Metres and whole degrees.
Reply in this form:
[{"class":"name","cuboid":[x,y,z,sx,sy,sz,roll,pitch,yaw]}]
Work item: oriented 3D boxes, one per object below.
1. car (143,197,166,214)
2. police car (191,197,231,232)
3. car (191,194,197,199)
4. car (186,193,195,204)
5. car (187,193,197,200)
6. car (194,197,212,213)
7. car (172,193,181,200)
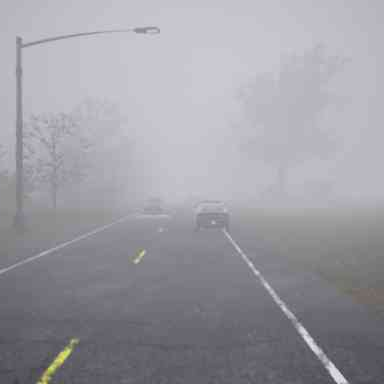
[{"class":"car","cuboid":[-3.565,1.293,32.207,1.837,1.490,4.892,0,0,0]},{"class":"police car","cuboid":[1.068,1.302,19.223,1.930,1.638,5.238,0,0,0]},{"class":"car","cuboid":[1.078,1.264,29.304,1.801,1.575,5.366,0,0,0]},{"class":"car","cuboid":[0.050,1.117,52.572,1.882,1.535,5.008,0,0,0]},{"class":"car","cuboid":[0.067,0.911,70.486,1.994,1.385,4.181,0,0,0]},{"class":"car","cuboid":[1.083,1.294,35.115,1.812,1.442,4.674,0,0,0]},{"class":"car","cuboid":[-3.431,0.892,72.877,2.128,1.511,4.902,0,0,0]}]
